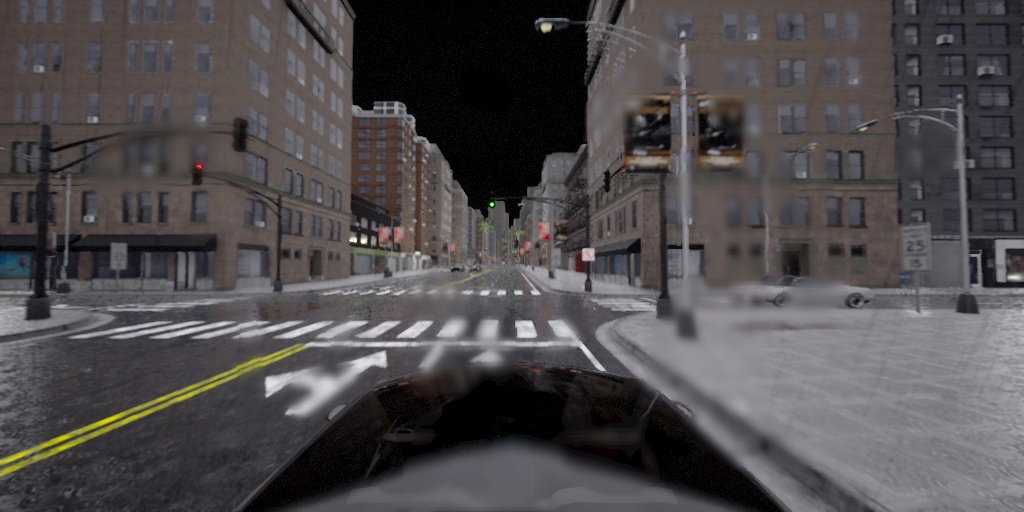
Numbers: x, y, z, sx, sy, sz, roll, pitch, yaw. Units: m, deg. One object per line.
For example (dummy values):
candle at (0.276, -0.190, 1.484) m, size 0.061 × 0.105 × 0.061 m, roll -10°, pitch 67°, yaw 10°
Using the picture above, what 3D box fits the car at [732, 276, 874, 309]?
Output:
car at (12.162, 1.511, 15.148) m, size 4.718 × 1.301 × 1.895 m, roll 0°, pitch -2°, yaw 0°

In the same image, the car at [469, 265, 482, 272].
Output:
car at (-6.500, 2.247, 64.683) m, size 1.994 × 1.385 × 4.181 m, roll 0°, pitch -1°, yaw 0°
